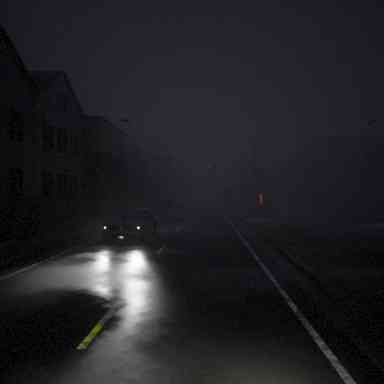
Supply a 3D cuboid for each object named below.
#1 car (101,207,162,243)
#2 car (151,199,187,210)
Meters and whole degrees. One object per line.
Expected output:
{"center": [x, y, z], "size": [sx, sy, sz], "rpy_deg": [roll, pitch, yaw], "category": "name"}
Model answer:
{"center": [-2.895, 1.609, 16.340], "size": [1.895, 1.301, 4.718], "rpy_deg": [0, 0, 3], "category": "car"}
{"center": [-3.174, 1.660, 45.318], "size": [5.357, 1.411, 2.033], "rpy_deg": [-1, -1, 40], "category": "car"}
